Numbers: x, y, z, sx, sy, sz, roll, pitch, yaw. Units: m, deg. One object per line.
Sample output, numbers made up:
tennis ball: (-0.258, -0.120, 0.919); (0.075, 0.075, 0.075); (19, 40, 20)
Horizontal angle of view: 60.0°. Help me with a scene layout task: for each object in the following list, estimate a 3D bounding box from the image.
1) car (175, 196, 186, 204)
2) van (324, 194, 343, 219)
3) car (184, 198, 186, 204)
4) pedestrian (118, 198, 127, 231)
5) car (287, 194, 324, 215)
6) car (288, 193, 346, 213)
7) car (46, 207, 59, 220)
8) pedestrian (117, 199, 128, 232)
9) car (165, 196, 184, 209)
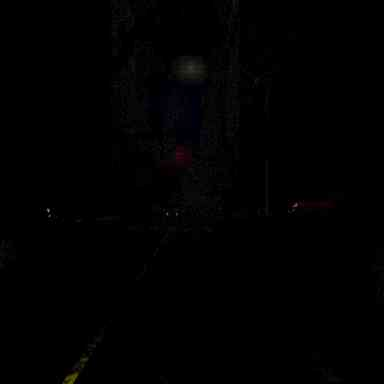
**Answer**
car: (-2.298, 1.569, 66.069); (1.994, 1.385, 4.181); (0, 0, 0)
van: (12.383, 1.198, 24.825); (3.998, 1.788, 1.690); (-1, 1, 1)
car: (-2.462, 1.543, 56.028); (2.033, 1.411, 5.357); (0, 0, 1)
pedestrian: (-4.031, 1.286, 19.298); (0.375, 1.860, 0.375); (0, 0, 1)
car: (11.117, 1.183, 30.647); (4.553, 1.767, 2.097); (-1, 0, -2)
car: (12.456, 1.110, 33.349); (5.009, 1.841, 2.192); (-1, 1, 1)
car: (-13.544, 1.507, 27.708); (4.553, 1.767, 2.097); (-1, 0, 1)
pedestrian: (-3.902, 1.286, 18.680); (0.375, 1.860, 0.375); (0, 0, 1)
car: (-2.585, 1.553, 45.499); (1.994, 1.385, 4.181); (0, 0, 1)
